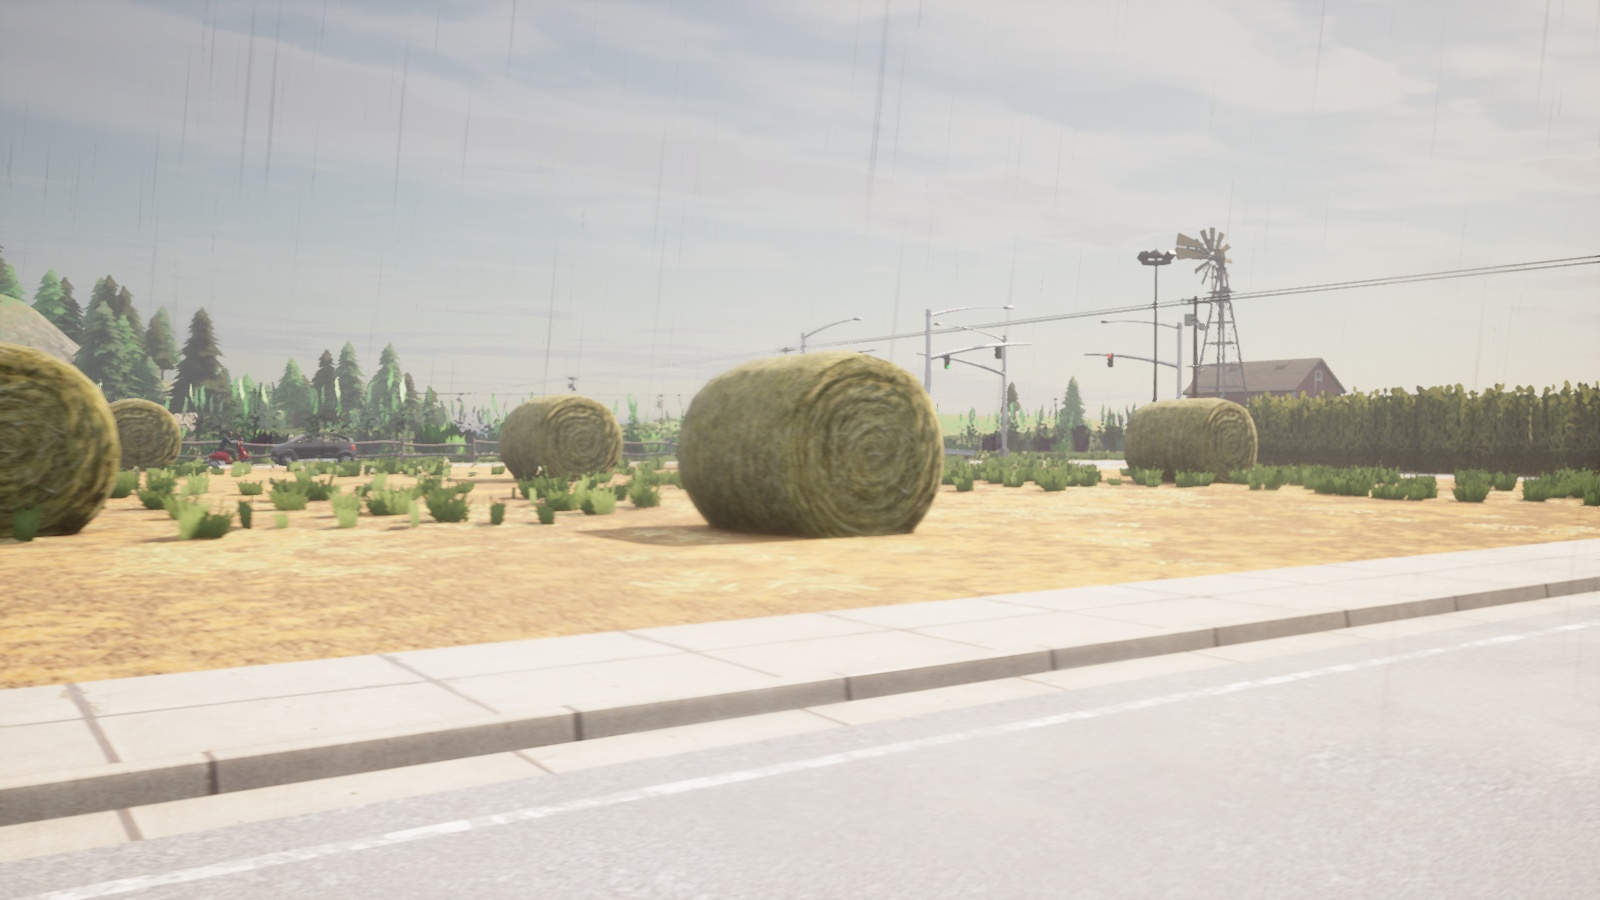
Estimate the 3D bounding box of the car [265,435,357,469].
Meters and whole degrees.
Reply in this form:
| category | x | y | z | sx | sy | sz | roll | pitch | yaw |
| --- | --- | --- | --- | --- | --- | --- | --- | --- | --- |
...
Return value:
| category | x | y | z | sx | sy | sz | roll | pitch | yaw |
| --- | --- | --- | --- | --- | --- | --- | --- | --- | --- |
| car | -22.652 | 0.085 | 58.216 | 3.705 | 1.549 | 1.789 | 0 | 1 | -31 |

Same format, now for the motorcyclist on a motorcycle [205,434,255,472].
| category | x | y | z | sx | sy | sz | roll | pitch | yaw |
| --- | --- | --- | --- | --- | --- | --- | --- | --- | --- |
| motorcyclist on a motorcycle | -24.156 | 0.115 | 53.216 | 1.817 | 1.590 | 0.866 | 0 | 1 | -31 |
